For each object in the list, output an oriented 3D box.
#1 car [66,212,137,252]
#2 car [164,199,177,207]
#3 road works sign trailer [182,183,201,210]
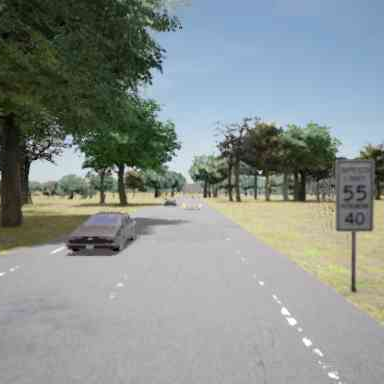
[{"bbox_3d":[-3.605,1.583,14.382,2.033,1.411,5.357,0,0,0],"label":"car"},{"bbox_3d":[-3.577,1.745,55.165,1.895,1.301,4.718,0,0,0],"label":"car"},{"bbox_3d":[0.073,0.577,44.398,2.380,3.560,2.880,0,0,0],"label":"road works sign trailer"}]
